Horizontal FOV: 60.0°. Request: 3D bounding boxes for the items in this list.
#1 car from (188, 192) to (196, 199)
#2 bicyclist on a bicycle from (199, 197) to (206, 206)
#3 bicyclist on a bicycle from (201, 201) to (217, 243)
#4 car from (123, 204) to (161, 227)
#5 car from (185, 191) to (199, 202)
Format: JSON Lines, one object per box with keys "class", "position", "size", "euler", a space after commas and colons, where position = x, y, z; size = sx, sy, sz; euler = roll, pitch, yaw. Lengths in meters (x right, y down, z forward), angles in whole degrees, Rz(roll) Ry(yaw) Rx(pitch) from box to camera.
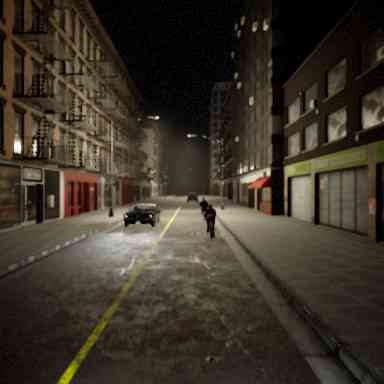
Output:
{"class": "car", "position": [0.006, 0.762, 76.644], "size": [1.882, 1.535, 5.008], "euler": [0, 1, 0]}
{"class": "bicyclist on a bicycle", "position": [0.826, 1.199, 23.402], "size": [0.659, 1.776, 1.843], "euler": [0, 1, 0]}
{"class": "bicyclist on a bicycle", "position": [0.825, 1.352, 14.587], "size": [0.582, 1.620, 1.656], "euler": [0, 0, 0]}
{"class": "car", "position": [-3.098, 1.446, 21.365], "size": [1.895, 1.301, 4.718], "euler": [0, 0, 0]}
{"class": "car", "position": [0.102, 1.002, 58.875], "size": [1.812, 1.442, 4.674], "euler": [0, 1, 0]}
